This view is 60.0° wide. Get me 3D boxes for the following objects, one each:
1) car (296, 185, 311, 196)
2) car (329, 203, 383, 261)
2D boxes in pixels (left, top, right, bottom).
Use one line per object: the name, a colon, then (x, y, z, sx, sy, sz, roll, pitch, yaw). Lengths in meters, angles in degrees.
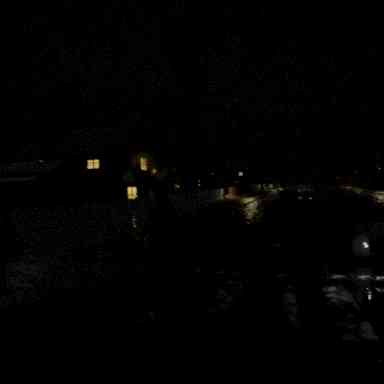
car: (16.343, -0.307, 48.678, 1.812, 1.442, 4.674, -1, 1, 17)
car: (5.507, 1.085, 10.354, 2.033, 1.411, 5.357, -1, 2, 15)
